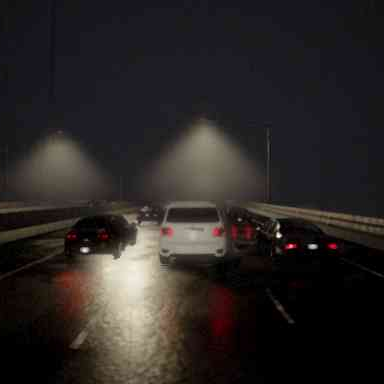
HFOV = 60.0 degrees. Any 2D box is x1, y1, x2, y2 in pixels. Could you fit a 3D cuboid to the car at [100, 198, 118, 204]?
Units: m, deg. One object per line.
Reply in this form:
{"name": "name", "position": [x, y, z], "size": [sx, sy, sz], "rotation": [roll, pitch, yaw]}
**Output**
{"name": "car", "position": [-16.233, 2.089, 66.597], "size": [2.097, 1.767, 4.553], "rotation": [0, -1, 2]}

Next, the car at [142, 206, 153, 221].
{"name": "car", "position": [-3.280, 1.815, 27.198], "size": [2.033, 1.411, 5.357], "rotation": [0, -1, 1]}

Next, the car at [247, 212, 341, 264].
{"name": "car", "position": [3.549, 1.661, 12.201], "size": [2.033, 1.411, 5.357], "rotation": [0, -1, 1]}

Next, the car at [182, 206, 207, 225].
{"name": "car", "position": [0.240, 1.875, 27.878], "size": [1.895, 1.301, 4.718], "rotation": [0, -1, 1]}

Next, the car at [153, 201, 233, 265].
{"name": "car", "position": [0.050, 1.339, 12.295], "size": [2.150, 2.045, 5.566], "rotation": [0, 0, 1]}

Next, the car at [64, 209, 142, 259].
{"name": "car", "position": [-3.430, 1.630, 13.210], "size": [1.837, 1.490, 4.892], "rotation": [0, 0, 1]}

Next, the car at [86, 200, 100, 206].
{"name": "car", "position": [-19.730, 2.289, 66.705], "size": [1.994, 1.385, 4.181], "rotation": [0, -1, 2]}

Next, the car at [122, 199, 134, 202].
{"name": "car", "position": [-12.741, 2.209, 66.423], "size": [1.882, 1.535, 5.008], "rotation": [0, -1, 2]}

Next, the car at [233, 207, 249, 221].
{"name": "car", "position": [3.739, 1.874, 27.816], "size": [1.895, 1.301, 4.718], "rotation": [0, -1, 1]}
